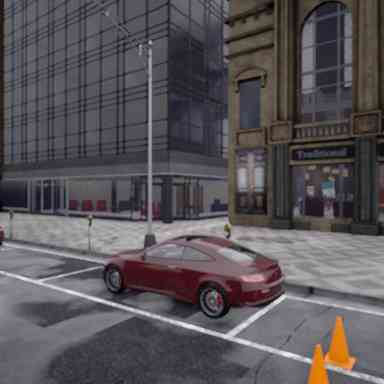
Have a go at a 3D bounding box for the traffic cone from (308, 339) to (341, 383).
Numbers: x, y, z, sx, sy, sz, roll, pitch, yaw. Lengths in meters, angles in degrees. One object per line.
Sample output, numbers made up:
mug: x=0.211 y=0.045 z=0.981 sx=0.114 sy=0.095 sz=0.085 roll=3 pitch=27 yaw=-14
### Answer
traffic cone: x=1.371 y=1.957 z=3.609 sx=0.340 sy=0.580 sz=0.340 roll=0 pitch=0 yaw=36

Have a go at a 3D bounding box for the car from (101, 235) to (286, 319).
car: x=-0.134 y=1.586 z=7.183 sx=4.206 sy=1.307 sz=1.802 roll=0 pitch=0 yaw=36

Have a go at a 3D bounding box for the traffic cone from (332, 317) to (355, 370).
traffic cone: x=1.953 y=1.957 z=4.422 sx=0.340 sy=0.580 sz=0.340 roll=0 pitch=0 yaw=36

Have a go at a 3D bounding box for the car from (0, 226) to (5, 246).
car: x=-9.309 y=1.596 z=13.732 sx=4.206 sy=1.307 sz=1.802 roll=0 pitch=0 yaw=36
